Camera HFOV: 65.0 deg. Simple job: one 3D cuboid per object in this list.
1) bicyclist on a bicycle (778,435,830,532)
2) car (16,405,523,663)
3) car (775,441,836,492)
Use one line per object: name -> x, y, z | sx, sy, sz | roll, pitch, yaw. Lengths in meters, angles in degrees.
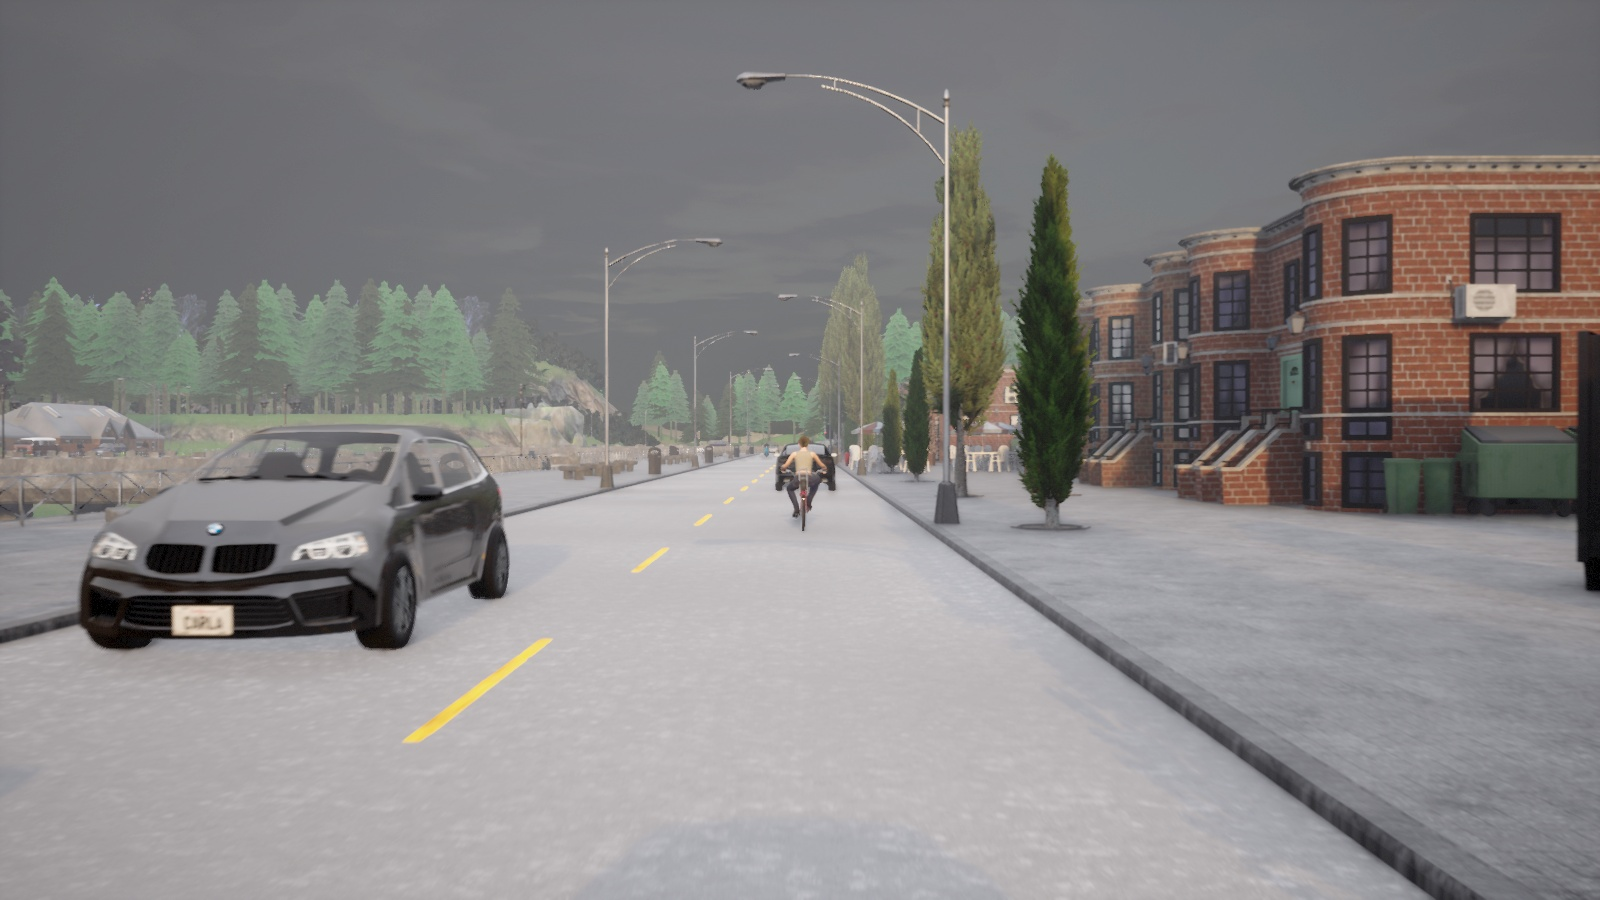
bicyclist on a bicycle -> 0.073, 0.560, 21.699 | 0.866, 1.612, 1.509 | 0, 0, 1
car -> -3.941, 0.529, 10.430 | 2.242, 1.667, 4.611 | 0, 0, 0
car -> 0.186, 0.492, 41.028 | 1.882, 1.535, 5.008 | 0, 0, 0
